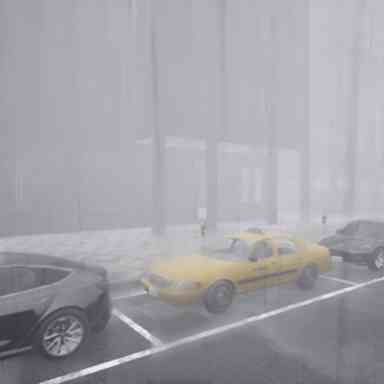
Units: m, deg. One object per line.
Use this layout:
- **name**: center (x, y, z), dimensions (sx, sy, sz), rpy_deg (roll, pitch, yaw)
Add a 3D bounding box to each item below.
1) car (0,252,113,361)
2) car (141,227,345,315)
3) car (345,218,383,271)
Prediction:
- **car**: center (-3.204, 1.566, 4.364), dimensions (4.313, 1.339, 1.947), rpy_deg (0, 0, -36)
- **car**: center (1.245, 1.522, 7.540), dimensions (4.829, 1.417, 1.752), rpy_deg (0, 0, -36)
- **car**: center (5.971, 1.560, 10.914), dimensions (4.313, 1.339, 1.947), rpy_deg (0, 0, -36)
